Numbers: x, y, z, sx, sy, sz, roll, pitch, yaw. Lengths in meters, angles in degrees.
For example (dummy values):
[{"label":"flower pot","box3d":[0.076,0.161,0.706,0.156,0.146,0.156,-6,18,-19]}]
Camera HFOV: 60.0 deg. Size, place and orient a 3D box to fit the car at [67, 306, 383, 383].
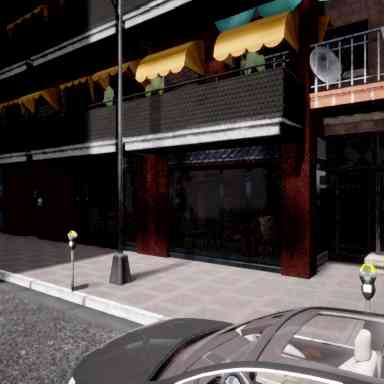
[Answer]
[{"label":"car","box3d":[0.894,1.551,2.234,4.403,1.369,2.008,0,0,36]}]
